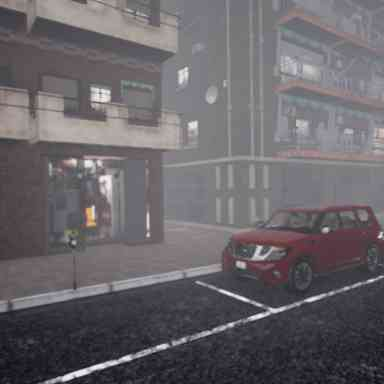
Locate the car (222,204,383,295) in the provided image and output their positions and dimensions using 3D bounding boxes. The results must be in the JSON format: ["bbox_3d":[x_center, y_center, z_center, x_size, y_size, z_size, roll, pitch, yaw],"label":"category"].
[{"bbox_3d":[3.129,1.276,8.803,5.009,1.841,2.192,0,-1,-35],"label":"car"}]
